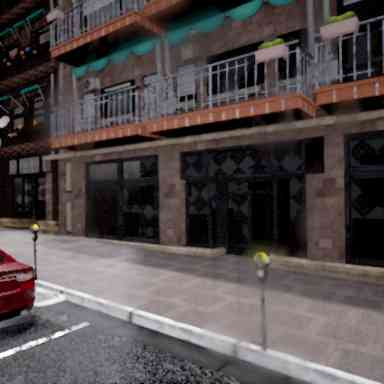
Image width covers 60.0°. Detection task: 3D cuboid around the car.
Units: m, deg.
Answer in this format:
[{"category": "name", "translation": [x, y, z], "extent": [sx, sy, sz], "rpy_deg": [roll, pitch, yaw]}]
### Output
[{"category": "car", "translation": [-4.664, 1.464, 6.077], "extent": [4.507, 1.381, 1.887], "rpy_deg": [1, -1, 36]}]
